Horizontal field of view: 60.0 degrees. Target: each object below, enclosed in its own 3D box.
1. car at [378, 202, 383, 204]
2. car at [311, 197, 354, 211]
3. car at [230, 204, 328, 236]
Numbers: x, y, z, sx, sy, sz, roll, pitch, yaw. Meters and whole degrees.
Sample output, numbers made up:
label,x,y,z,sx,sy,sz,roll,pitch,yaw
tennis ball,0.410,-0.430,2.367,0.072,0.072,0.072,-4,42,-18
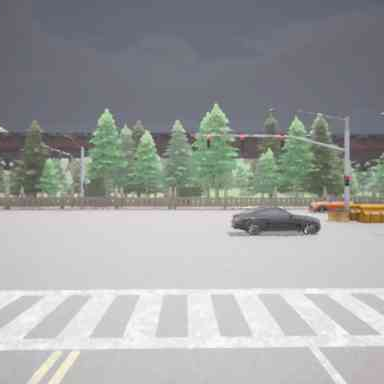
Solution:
label,x,y,z,sx,sy,sz,roll,pitch,yaw
car,16.877,1.537,28.739,4.181,1.385,1.994,0,0,-2
car,14.913,1.319,35.687,4.553,1.767,2.097,0,0,-2
car,4.378,1.509,17.654,4.674,1.442,1.812,0,0,-2
